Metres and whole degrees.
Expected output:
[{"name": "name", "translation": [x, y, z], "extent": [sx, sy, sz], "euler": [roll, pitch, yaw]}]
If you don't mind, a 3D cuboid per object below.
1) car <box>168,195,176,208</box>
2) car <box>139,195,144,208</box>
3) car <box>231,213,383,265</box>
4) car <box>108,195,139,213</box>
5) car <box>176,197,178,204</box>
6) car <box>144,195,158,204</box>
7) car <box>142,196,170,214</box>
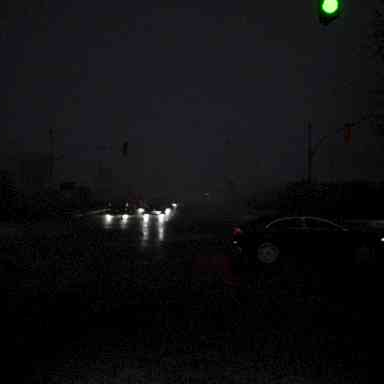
[{"name": "car", "translation": [-3.607, 1.311, 43.471], "extent": [2.128, 1.511, 4.902], "euler": [0, 0, 0]}, {"name": "car", "translation": [-7.106, 1.174, 43.156], "extent": [2.097, 1.767, 4.553], "euler": [0, 0, 0]}, {"name": "car", "translation": [3.767, 1.446, 10.940], "extent": [4.902, 1.511, 2.128], "euler": [0, 0, 3]}, {"name": "car", "translation": [-7.107, 1.211, 33.977], "extent": [2.097, 1.767, 4.553], "euler": [0, 0, 0]}, {"name": "car", "translation": [-3.556, 1.259, 58.616], "extent": [1.837, 1.490, 4.892], "euler": [0, 1, 1]}, {"name": "car", "translation": [-7.063, 1.325, 57.698], "extent": [1.994, 1.385, 4.181], "euler": [0, 0, 0]}, {"name": "car", "translation": [-3.600, 1.385, 33.985], "extent": [1.812, 1.442, 4.674], "euler": [0, 0, -1]}]
